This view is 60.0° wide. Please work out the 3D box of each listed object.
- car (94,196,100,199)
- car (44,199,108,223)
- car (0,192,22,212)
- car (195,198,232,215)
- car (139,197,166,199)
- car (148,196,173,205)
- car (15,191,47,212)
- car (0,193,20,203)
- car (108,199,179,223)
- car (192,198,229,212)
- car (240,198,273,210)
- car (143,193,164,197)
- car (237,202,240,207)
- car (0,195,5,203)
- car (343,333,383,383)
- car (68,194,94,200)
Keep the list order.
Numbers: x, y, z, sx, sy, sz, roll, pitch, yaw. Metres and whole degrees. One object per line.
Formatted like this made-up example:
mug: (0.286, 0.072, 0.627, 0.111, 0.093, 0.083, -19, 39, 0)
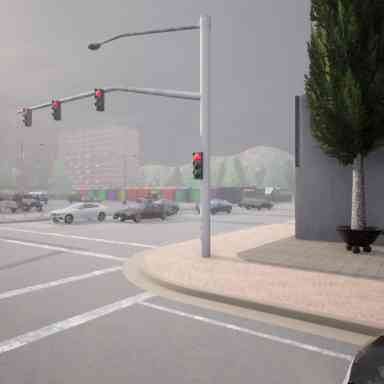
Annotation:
car: (-19.488, 1.364, 64.933, 3.905, 1.438, 1.784, 0, 0, 35)
car: (-8.523, 1.526, 25.537, 1.812, 1.442, 4.674, 0, 0, 38)
car: (-19.895, 1.153, 34.131, 4.605, 1.855, 1.932, 0, 0, 35)
car: (2.460, 1.526, 34.535, 1.812, 1.442, 4.674, 0, 0, 37)
car: (-3.136, 1.526, 32.879, 1.812, 1.442, 4.674, 0, 0, 37)
car: (-5.210, 1.395, 54.872, 3.806, 1.475, 1.970, 0, 0, 35)
car: (-18.181, 1.156, 36.463, 3.866, 1.878, 1.905, 0, 0, 35)
car: (-36.716, 1.153, 66.760, 4.605, 1.855, 1.932, 0, 0, 35)
car: (-3.685, 1.547, 26.272, 2.033, 1.411, 5.357, 0, 0, 36)
car: (2.341, 1.491, 40.240, 2.128, 1.511, 4.902, 0, 0, 37)
car: (8.756, 1.547, 42.974, 2.033, 1.411, 5.357, 0, 0, 37)
car: (-6.889, 1.156, 52.513, 3.866, 1.878, 1.905, 0, 0, 35)
car: (8.680, 1.547, 48.682, 2.033, 1.411, 5.357, 0, 0, 37)
car: (-38.223, 1.364, 64.539, 3.905, 1.438, 1.784, 0, 0, 35)
car: (3.375, 1.492, 1.558, 4.902, 1.511, 2.128, 0, 0, 36)
car: (-21.211, 1.153, 62.604, 4.605, 1.855, 1.932, 0, 0, 35)
